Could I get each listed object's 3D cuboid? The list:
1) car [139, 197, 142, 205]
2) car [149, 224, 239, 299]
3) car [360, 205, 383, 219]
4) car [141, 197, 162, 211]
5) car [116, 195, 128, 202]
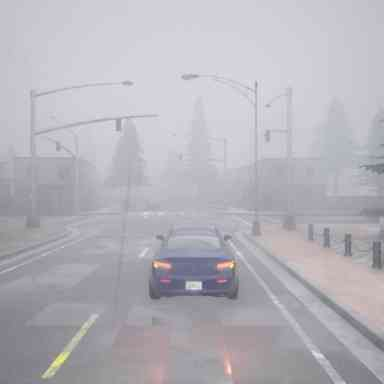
[{"bbox_3d":[-7.994,1.509,57.729,2.033,1.411,5.357,0,0,-19],"label":"car"},{"bbox_3d":[0.045,1.525,8.305,1.812,1.442,4.674,0,0,0],"label":"car"},{"bbox_3d":[16.865,1.583,28.134,4.718,1.301,1.895,0,0,2],"label":"car"},{"bbox_3d":[-4.646,1.440,40.074,1.882,1.535,5.008,0,0,-4],"label":"car"},{"bbox_3d":[-14.843,1.428,71.909,1.882,1.535,5.008,0,0,-31],"label":"car"}]
